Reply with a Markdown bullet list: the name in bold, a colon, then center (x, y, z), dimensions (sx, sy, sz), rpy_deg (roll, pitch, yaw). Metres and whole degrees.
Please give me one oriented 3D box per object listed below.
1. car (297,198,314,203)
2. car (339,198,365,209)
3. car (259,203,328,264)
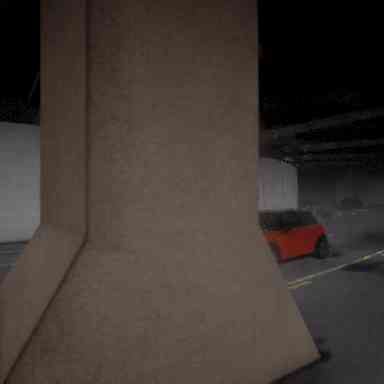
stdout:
- **car**: center (18.991, 1.771, 57.913), dimensions (2.033, 1.411, 5.357), rpy_deg (0, 0, -19)
- **car**: center (23.814, 1.659, 49.688), dimensions (1.882, 1.535, 5.008), rpy_deg (0, 0, -3)
- **car**: center (2.540, 1.397, 10.900), dimensions (4.553, 1.767, 2.097), rpy_deg (0, 0, -42)
